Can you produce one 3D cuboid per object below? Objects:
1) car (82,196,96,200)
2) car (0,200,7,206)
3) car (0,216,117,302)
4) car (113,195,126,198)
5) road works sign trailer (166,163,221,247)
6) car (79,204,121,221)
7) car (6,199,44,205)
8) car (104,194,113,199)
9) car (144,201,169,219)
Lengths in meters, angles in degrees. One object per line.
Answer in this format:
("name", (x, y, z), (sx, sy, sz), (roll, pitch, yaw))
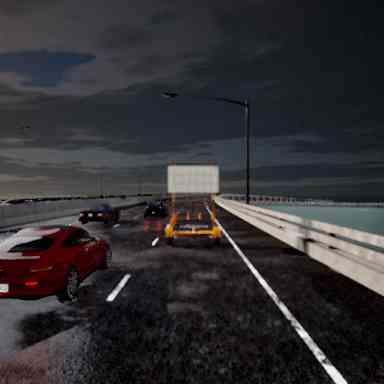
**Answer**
("car", (-23.366, 1.580, 75.751), (2.033, 1.411, 5.357), (0, 0, 2))
("car", (-20.760, 1.576, 38.555), (1.837, 1.490, 4.892), (0, 0, 1))
("car", (-3.370, 1.541, 8.185), (1.812, 1.442, 4.674), (0, 0, 0))
("car", (-16.304, 1.452, 77.758), (1.812, 1.442, 4.674), (0, 0, 2))
("road works sign trailer", (0.059, 0.489, 15.083), (2.380, 3.560, 2.880), (0, 0, 0))
("car", (-6.752, 1.589, 24.715), (2.033, 1.411, 5.357), (0, 0, 1))
("car", (-17.310, 1.612, 35.980), (2.033, 1.411, 5.357), (0, 0, 1))
("car", (-19.737, 1.341, 80.094), (1.837, 1.490, 4.892), (0, 0, 2))
("car", (-3.186, 1.540, 30.248), (2.128, 1.511, 4.902), (0, 0, 1))
